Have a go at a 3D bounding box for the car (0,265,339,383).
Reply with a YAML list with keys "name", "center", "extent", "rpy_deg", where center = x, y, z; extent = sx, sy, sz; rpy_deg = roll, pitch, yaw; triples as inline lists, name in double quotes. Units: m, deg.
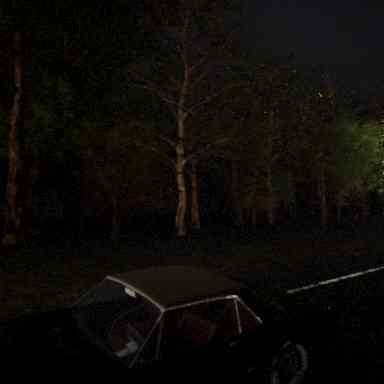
- name: "car"
  center: [-0.543, 1.612, 3.593]
  extent: [4.718, 1.301, 1.895]
  rpy_deg: [1, 0, -35]
